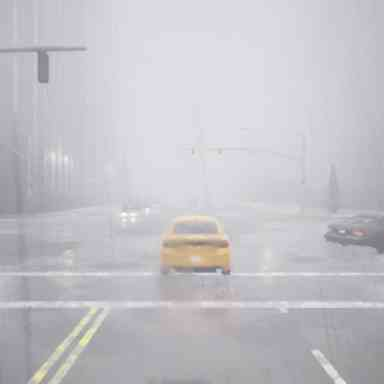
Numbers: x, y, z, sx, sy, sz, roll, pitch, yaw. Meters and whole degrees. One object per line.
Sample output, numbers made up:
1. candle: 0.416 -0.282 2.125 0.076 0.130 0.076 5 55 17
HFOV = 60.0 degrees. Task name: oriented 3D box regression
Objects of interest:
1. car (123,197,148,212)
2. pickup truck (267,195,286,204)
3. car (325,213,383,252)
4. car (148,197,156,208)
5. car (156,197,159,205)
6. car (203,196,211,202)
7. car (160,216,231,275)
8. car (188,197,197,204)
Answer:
1. car: -7.082 1.553 40.287 2.128 1.511 4.902 0 0 0
2. pickup truck: 16.630 1.158 65.284 2.390 2.098 6.274 0 0 31
3. car: 8.004 1.568 13.838 5.357 1.411 2.033 0 0 -27
4. car: -7.059 1.554 49.764 1.882 1.535 5.008 0 0 0
5. car: -6.992 1.597 60.034 1.837 1.490 4.892 0 0 0
6. car: 3.511 1.717 79.789 1.895 1.301 4.718 0 0 0
7. car: 0.099 1.494 10.605 1.882 1.535 5.008 0 0 0
8. car: 0.109 1.667 67.675 1.994 1.385 4.181 0 0 0
